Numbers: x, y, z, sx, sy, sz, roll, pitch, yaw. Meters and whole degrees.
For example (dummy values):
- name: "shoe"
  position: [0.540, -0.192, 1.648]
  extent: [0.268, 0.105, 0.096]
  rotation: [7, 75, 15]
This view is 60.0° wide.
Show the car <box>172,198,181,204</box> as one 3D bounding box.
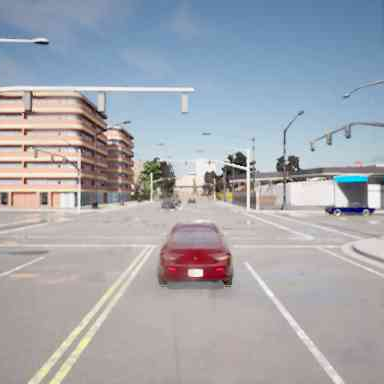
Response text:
- name: "car"
  position: [-3.486, 2.058, 76.880]
  extent: [1.895, 1.301, 4.718]
  rotation: [0, 0, 0]

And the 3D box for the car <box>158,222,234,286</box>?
- name: "car"
  position: [0.093, 1.583, 9.486]
  extent: [1.812, 1.442, 4.674]
  rotation: [0, 0, 0]

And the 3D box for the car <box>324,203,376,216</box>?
- name: "car"
  position: [16.542, 1.812, 35.084]
  extent: [4.718, 1.301, 1.895]
  rotation: [0, 0, 1]

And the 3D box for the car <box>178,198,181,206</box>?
- name: "car"
  position: [-3.558, 1.717, 60.608]
  extent: [2.097, 1.767, 4.553]
  rotation: [0, 0, 0]

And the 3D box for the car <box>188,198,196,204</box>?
- name: "car"
  position: [0.014, 2.018, 79.453]
  extent: [2.033, 1.411, 5.357]
  rotation: [0, 0, 0]

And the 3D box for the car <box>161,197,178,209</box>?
- name: "car"
  position: [-3.585, 1.811, 50.811]
  extent: [1.837, 1.490, 4.892]
  rotation: [0, 0, 0]
